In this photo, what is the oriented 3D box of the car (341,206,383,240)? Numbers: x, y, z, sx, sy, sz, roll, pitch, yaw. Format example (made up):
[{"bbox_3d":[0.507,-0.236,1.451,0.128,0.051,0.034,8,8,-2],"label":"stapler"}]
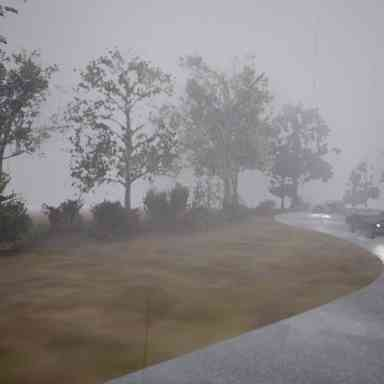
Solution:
[{"bbox_3d":[9.271,1.555,16.632,1.895,1.301,4.718,0,0,10],"label":"car"}]

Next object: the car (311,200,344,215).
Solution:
[{"bbox_3d":[13.578,1.484,33.200,4.181,1.385,1.994,0,0,-45],"label":"car"}]
